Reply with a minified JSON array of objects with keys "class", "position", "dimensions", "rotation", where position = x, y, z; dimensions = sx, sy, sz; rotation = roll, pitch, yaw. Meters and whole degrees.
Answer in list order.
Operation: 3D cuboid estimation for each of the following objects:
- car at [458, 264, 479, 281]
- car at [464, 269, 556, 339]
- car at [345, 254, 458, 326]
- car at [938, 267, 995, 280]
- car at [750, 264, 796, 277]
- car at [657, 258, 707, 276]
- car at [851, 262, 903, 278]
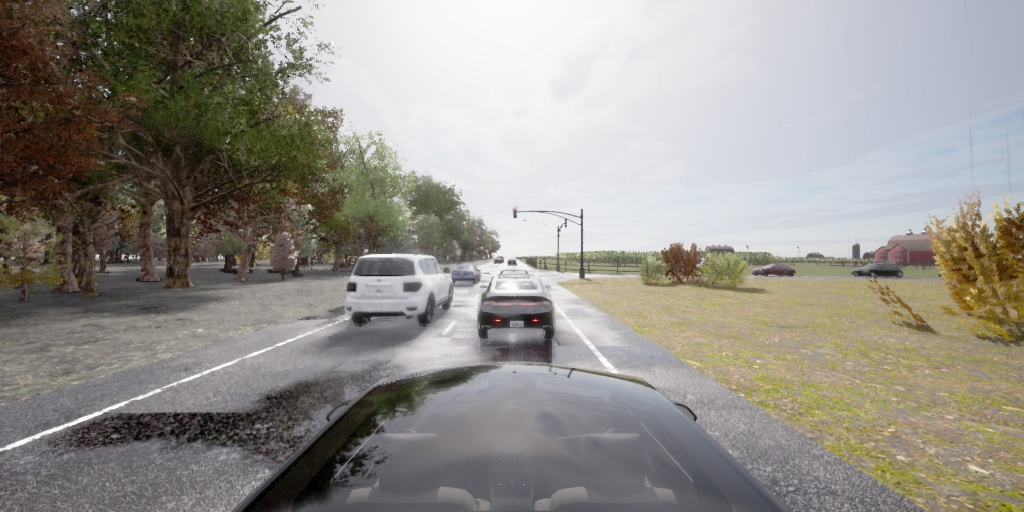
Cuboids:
[{"class":"car","position":[-3.386,1.303,26.825],"dimensions":[2.033,1.411,5.357],"rotation":[0,0,0]},{"class":"car","position":[0.106,1.244,10.102],"dimensions":[2.128,1.511,4.902],"rotation":[0,0,0]},{"class":"car","position":[-3.396,0.973,11.833],"dimensions":[2.150,2.045,5.566],"rotation":[0,0,0]},{"class":"car","position":[48.608,1.825,37.899],"dimensions":[5.357,1.411,2.033],"rotation":[1,-1,1]},{"class":"car","position":[30.295,1.664,41.602],"dimensions":[4.674,1.442,1.812],"rotation":[1,-1,0]},{"class":"car","position":[19.678,1.244,41.660],"dimensions":[5.566,2.045,2.150],"rotation":[1,-1,0]},{"class":"car","position":[42.189,1.620,41.527],"dimensions":[4.553,1.767,2.097],"rotation":[1,-1,0]}]
